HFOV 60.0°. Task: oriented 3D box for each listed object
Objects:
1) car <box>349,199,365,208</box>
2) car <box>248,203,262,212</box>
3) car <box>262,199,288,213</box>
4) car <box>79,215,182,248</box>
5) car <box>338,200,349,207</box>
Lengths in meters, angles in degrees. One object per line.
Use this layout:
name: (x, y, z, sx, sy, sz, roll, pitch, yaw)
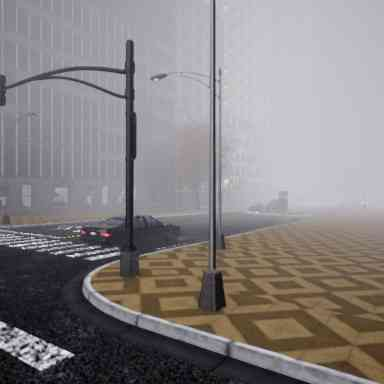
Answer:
car: (41.931, 3.140, 84.589, 1.882, 1.535, 5.008, 0, -1, 33)
car: (10.731, 2.487, 54.258, 1.994, 1.385, 4.181, 0, -1, 33)
car: (13.448, 2.149, 52.474, 2.150, 2.045, 5.566, 0, -1, 33)
car: (-2.643, 1.777, 15.584, 2.033, 1.411, 5.357, 0, -1, 33)
car: (39.200, 3.197, 86.352, 2.033, 1.411, 5.357, 0, -1, 33)
